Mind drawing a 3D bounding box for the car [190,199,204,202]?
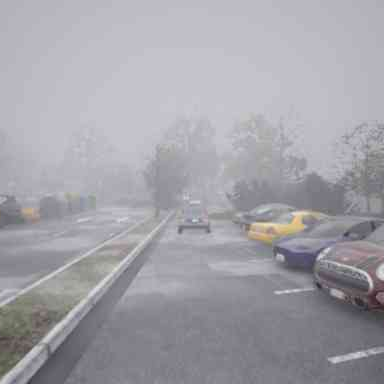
[{"bbox_3d":[0.464,1.479,33.804,1.812,1.442,4.674,0,0,6],"label":"car"}]

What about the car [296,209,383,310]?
[{"bbox_3d":[4.865,1.362,7.070,4.553,1.767,2.185,1,0,-20],"label":"car"}]

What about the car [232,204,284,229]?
[{"bbox_3d":[4.839,1.489,17.239,4.892,1.521,2.231,1,0,-20],"label":"car"}]

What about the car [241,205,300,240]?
[{"bbox_3d":[5.013,1.487,13.915,5.366,1.575,1.946,1,0,-20],"label":"car"}]

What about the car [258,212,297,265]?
[{"bbox_3d":[4.812,1.516,10.440,4.792,1.488,2.163,1,0,-20],"label":"car"}]

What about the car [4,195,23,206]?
[{"bbox_3d":[-30.331,1.532,56.768,2.185,1.767,4.553,1,-3,-19],"label":"car"}]

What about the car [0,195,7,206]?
[{"bbox_3d":[-33.368,1.536,56.871,2.185,1.767,4.553,1,-3,-19],"label":"car"}]

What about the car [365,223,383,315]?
[{"bbox_3d":[4.802,1.360,4.079,4.553,1.767,2.185,1,0,-20],"label":"car"}]

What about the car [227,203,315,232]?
[{"bbox_3d":[4.856,1.489,20.634,4.892,1.521,2.231,1,0,-20],"label":"car"}]

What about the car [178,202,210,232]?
[{"bbox_3d":[0.119,1.549,19.921,2.033,1.411,5.357,0,0,0],"label":"car"}]

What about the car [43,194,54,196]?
[{"bbox_3d":[-24.312,1.408,56.740,2.435,2.045,5.566,1,-3,-19],"label":"car"}]

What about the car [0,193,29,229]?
[{"bbox_3d":[-13.314,1.209,20.155,5.566,2.045,2.435,-1,0,-20],"label":"car"}]

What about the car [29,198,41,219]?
[{"bbox_3d":[-13.449,1.446,23.130,5.366,1.575,1.946,-1,1,-20],"label":"car"}]
